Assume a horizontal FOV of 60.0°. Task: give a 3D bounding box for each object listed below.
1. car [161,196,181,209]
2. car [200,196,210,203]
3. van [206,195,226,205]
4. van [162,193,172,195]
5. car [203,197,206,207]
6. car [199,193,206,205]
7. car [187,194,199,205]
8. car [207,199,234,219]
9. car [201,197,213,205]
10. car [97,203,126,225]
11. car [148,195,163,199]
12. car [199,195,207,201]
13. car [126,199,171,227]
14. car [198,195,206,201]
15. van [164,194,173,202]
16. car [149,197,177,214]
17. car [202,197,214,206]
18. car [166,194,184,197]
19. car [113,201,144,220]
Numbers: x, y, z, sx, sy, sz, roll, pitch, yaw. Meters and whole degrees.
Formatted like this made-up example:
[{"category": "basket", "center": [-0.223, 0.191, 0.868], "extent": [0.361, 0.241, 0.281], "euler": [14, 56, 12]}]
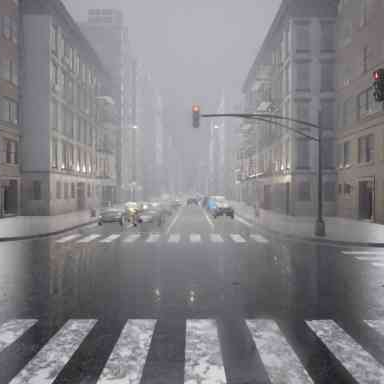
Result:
[{"category": "car", "center": [-2.835, 1.561, 42.806], "extent": [1.994, 1.385, 4.181], "euler": [0, 0, 1]}, {"category": "car", "center": [2.648, 1.522, 66.961], "extent": [1.752, 1.417, 4.829], "euler": [0, 0, 0]}, {"category": "van", "center": [2.640, 1.339, 34.354], "extent": [1.690, 1.788, 3.998], "euler": [0, 0, 0]}, {"category": "van", "center": [-5.431, 1.338, 66.790], "extent": [1.690, 1.788, 3.998], "euler": [0, 0, 0]}, {"category": "car", "center": [2.641, 1.579, 39.760], "extent": [1.802, 1.307, 4.206], "euler": [0, 0, 0]}, {"category": "car", "center": [2.644, 1.312, 50.573], "extent": [2.192, 1.841, 5.009], "euler": [0, 0, 0]}, {"category": "car", "center": [0.098, 1.501, 57.112], "extent": [1.837, 1.490, 4.892], "euler": [0, 0, 0]}, {"category": "car", "center": [2.639, 1.549, 28.948], "extent": [2.008, 1.369, 4.403], "euler": [0, 0, 0]}, {"category": "car", "center": [2.647, 1.548, 61.385], "extent": [2.008, 1.369, 4.403], "euler": [0, 0, 0]}, {"category": "car", "center": [-5.391, 1.549, 23.540], "extent": [2.008, 1.369, 4.403], "euler": [0, 0, 0]}, {"category": "car", "center": [-5.411, 1.437, 45.166], "extent": [1.967, 1.590, 4.097], "euler": [0, 0, 0]}, {"category": "car", "center": [2.653, 1.541, 83.010], "extent": [1.887, 1.381, 4.507], "euler": [0, 0, 0]}, {"category": "car", "center": [-2.849, 1.490, 22.909], "extent": [2.128, 1.511, 4.902], "euler": [0, 0, 0]}, {"category": "car", "center": [2.654, 1.562, 88.416], "extent": [1.947, 1.339, 4.313], "euler": [0, 0, 0]}, {"category": "van", "center": [-5.441, 1.338, 77.603], "extent": [1.690, 1.788, 3.998], "euler": [0, 0, 0]}, {"category": "car", "center": [-2.845, 1.545, 32.792], "extent": [2.033, 1.411, 5.357], "euler": [0, 0, 0]}, {"category": "car", "center": [2.646, 1.563, 55.979], "extent": [1.947, 1.339, 4.313], "euler": [0, 0, 0]}, {"category": "car", "center": [-2.798, 1.475, 53.060], "extent": [1.882, 1.535, 5.008], "euler": [0, 0, 1]}, {"category": "car", "center": [-5.396, 1.523, 28.777], "extent": [1.752, 1.417, 4.829], "euler": [0, 0, 0]}]
